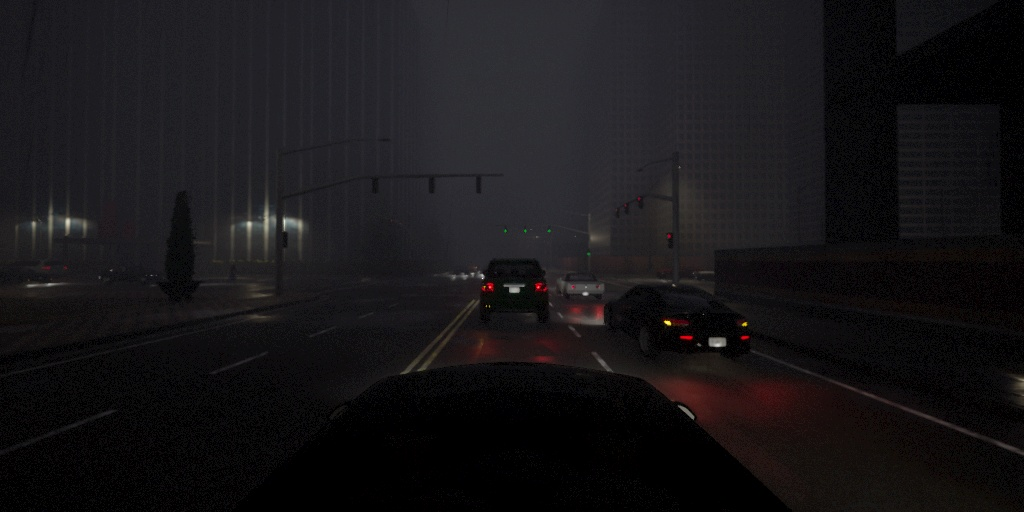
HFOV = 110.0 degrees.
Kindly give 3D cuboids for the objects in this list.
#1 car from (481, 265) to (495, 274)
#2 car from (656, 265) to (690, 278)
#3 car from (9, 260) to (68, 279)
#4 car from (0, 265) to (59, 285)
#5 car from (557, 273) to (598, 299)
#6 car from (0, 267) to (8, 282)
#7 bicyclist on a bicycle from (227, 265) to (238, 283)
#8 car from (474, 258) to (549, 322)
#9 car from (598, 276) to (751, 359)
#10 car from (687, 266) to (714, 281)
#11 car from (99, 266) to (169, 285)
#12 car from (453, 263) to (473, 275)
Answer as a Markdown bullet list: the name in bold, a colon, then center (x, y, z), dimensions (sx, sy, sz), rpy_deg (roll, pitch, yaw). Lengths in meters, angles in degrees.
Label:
- **car**: center (-3.592, 2.033, 54.635), dimensions (1.895, 1.301, 4.718), rpy_deg (0, -1, 0)
- **car**: center (17.778, 1.694, 37.825), dimensions (5.008, 1.535, 1.882), rpy_deg (0, -1, 0)
- **car**: center (-49.815, 1.427, 37.212), dimensions (5.566, 2.045, 2.150), rpy_deg (0, -1, 0)
- **car**: center (-41.578, 1.678, 30.085), dimensions (4.181, 1.385, 1.994), rpy_deg (0, -1, 0)
- **car**: center (3.592, 1.583, 19.710), dimensions (1.895, 1.301, 4.718), rpy_deg (0, -1, 0)
- **car**: center (-50.706, 1.723, 33.657), dimensions (4.181, 1.385, 1.994), rpy_deg (0, -1, 3)
- **bicyclist on a bicycle**: center (-24.671, 1.588, 31.667), dimensions (0.582, 1.620, 1.656), rpy_deg (0, -1, -13)
- **car**: center (0.074, 1.117, 13.045), dimensions (2.150, 2.045, 5.566), rpy_deg (0, -1, 0)
- **car**: center (3.589, 1.364, 8.563), dimensions (1.812, 1.442, 4.674), rpy_deg (0, -1, 0)
- **car**: center (19.850, 1.772, 34.312), dimensions (4.718, 1.301, 1.895), rpy_deg (0, -1, 0)
- **car**: center (-31.611, 1.607, 30.141), dimensions (4.902, 1.511, 2.128), rpy_deg (0, -1, 0)
- **car**: center (-7.099, 1.909, 50.853), dimensions (1.812, 1.442, 4.674), rpy_deg (0, -1, 0)
